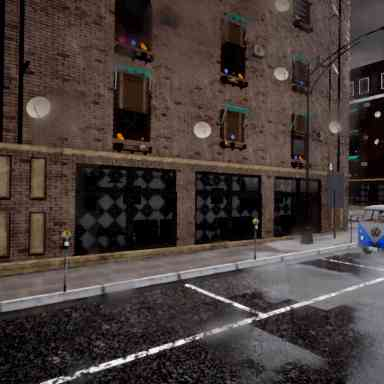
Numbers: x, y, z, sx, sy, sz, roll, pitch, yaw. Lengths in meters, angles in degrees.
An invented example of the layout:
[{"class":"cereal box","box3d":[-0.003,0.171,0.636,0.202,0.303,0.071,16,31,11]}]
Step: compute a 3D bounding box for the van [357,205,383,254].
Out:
[{"class":"van","box3d":[7.635,1.345,12.093,3.998,1.788,1.690,0,1,-35]}]
